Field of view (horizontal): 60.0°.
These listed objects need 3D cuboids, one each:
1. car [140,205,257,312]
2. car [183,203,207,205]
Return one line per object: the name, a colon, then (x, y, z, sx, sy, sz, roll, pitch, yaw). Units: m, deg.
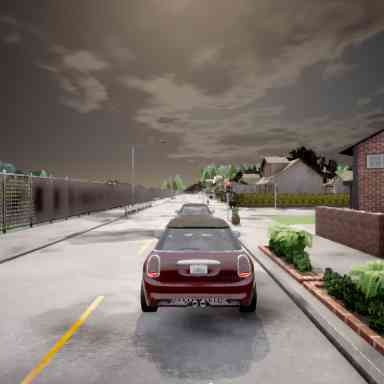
car: (0.119, 1.352, 7.853, 2.097, 1.767, 4.553, 0, 0, 0)
car: (0.149, 1.352, 17.550, 2.097, 1.767, 4.553, 0, 0, 0)
